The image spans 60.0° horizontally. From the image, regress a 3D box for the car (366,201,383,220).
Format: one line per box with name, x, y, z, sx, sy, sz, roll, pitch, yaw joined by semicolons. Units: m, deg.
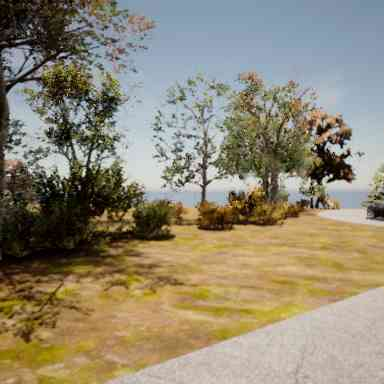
car;15.237;1.461;25.157;2.128;1.511;4.902;0;0;-4
